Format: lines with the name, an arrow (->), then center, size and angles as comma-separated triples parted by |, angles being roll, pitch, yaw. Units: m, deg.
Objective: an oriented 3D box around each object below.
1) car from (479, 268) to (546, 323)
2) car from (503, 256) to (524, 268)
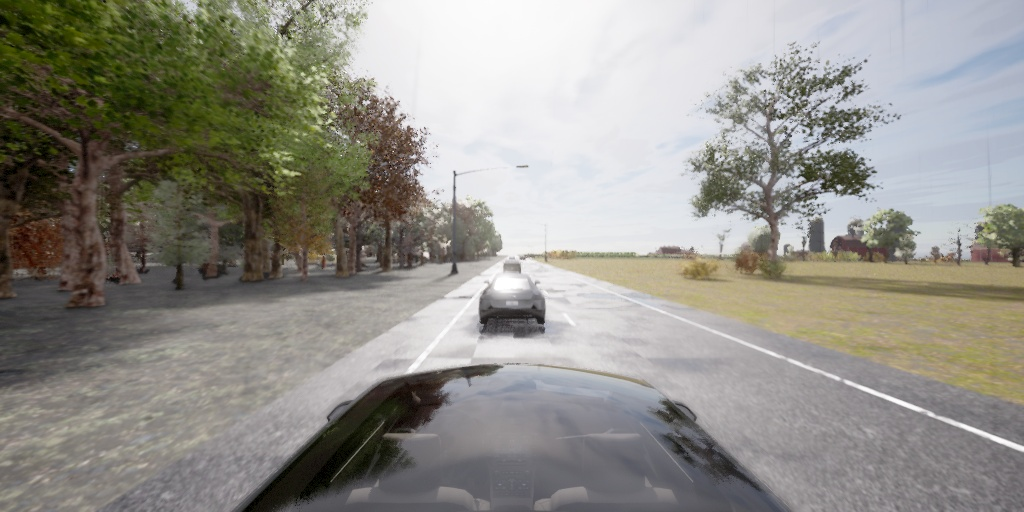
car -> 0.008, 1.269, 11.941 | 1.994, 1.385, 4.181 | 0, 0, 0
car -> 0.016, 1.070, 38.415 | 1.882, 1.535, 5.008 | 0, 0, 0
